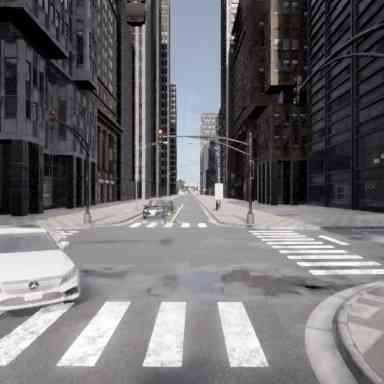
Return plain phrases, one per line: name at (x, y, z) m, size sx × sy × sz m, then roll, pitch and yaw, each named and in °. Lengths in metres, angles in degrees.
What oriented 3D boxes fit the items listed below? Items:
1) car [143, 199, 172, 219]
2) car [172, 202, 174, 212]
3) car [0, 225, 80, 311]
car at (-3.176, 1.500, 29.438) m, size 2.128 × 1.511 × 4.902 m, roll 0°, pitch 0°, yaw 0°
car at (-3.204, 1.578, 39.504) m, size 1.994 × 1.385 × 4.181 m, roll 0°, pitch 0°, yaw -1°
car at (-3.984, 1.525, 7.636) m, size 1.812 × 1.442 × 4.674 m, roll 1°, pitch -1°, yaw -33°
